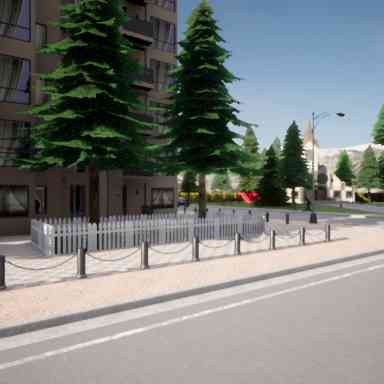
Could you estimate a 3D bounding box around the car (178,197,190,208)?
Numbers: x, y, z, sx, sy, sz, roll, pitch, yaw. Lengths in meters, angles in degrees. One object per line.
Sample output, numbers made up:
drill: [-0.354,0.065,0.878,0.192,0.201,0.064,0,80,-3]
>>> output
car: [-2.218,1.488,48.594,1.837,1.490,4.892,0,0,-35]

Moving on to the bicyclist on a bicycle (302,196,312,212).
bicyclist on a bicycle: [12.059,1.284,34.883,1.656,1.620,0.582,0,0,-35]
